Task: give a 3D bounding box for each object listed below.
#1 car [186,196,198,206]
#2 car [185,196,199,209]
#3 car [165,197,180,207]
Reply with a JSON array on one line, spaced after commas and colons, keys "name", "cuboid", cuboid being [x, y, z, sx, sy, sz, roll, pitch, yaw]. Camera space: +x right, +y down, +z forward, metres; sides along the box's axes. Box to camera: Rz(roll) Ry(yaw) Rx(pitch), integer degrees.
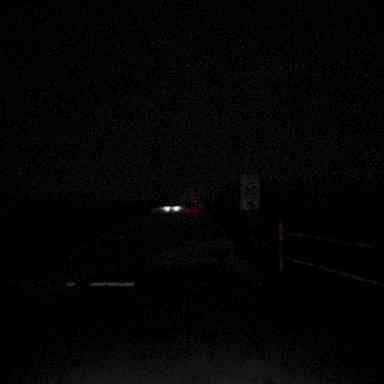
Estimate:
[{"name": "car", "cuboid": [-0.013, 1.367, 53.250, 1.812, 1.442, 4.674, 0, 0, 0]}, {"name": "car", "cuboid": [-0.010, 1.361, 43.211, 2.128, 1.511, 4.902, 0, 0, 0]}, {"name": "car", "cuboid": [-2.762, 1.411, 48.241, 1.994, 1.385, 4.181, 0, 0, 0]}]
